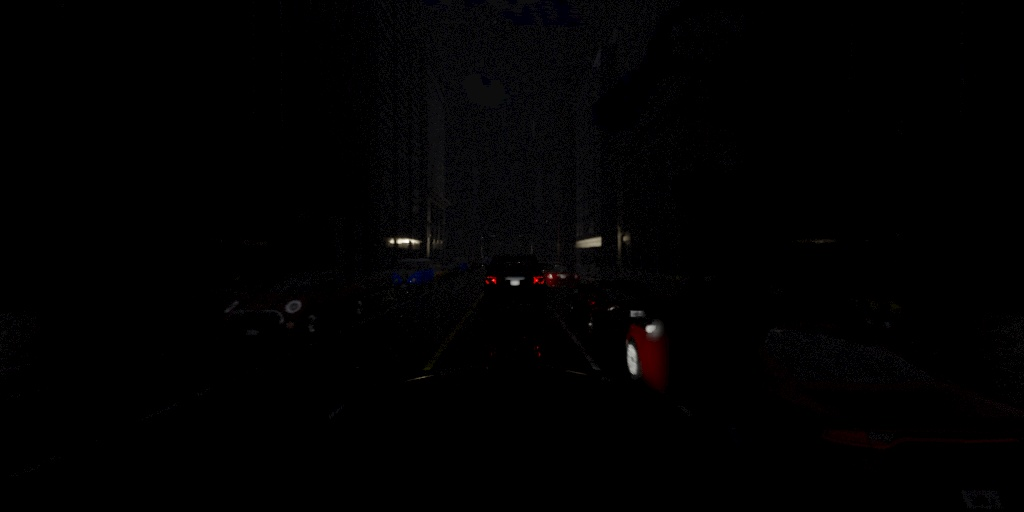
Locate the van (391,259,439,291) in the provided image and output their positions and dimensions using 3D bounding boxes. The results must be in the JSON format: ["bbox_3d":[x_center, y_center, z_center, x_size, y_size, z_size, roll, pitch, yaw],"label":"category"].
[{"bbox_3d":[-5.764,1.056,21.233,1.690,1.789,3.998,0,0,0],"label":"van"}]

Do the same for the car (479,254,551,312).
[{"bbox_3d":[0.099,0.950,14.267,2.150,2.045,5.566,0,0,0],"label":"car"}]

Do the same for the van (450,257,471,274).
[{"bbox_3d":[-5.765,1.031,38.143,1.690,1.789,3.998,0,0,0],"label":"van"}]

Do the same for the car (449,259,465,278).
[{"bbox_3d":[-5.765,1.248,32.506,2.007,1.370,4.403,0,0,0],"label":"car"}]

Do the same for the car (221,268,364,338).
[{"bbox_3d":[-5.763,1.175,9.960,1.967,1.591,4.097,0,0,0],"label":"car"}]

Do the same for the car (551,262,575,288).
[{"bbox_3d":[2.761,1.156,21.241,1.967,1.591,4.097,0,0,0],"label":"car"}]

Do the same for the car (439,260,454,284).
[{"bbox_3d":[-5.764,1.232,26.700,1.751,1.417,4.829,0,0,0],"label":"car"}]

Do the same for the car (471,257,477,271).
[{"bbox_3d":[-5.766,1.122,43.779,1.967,1.591,4.097,0,0,0],"label":"car"}]

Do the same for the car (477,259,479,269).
[{"bbox_3d":[-5.766,0.990,49.416,2.192,1.841,5.009,0,0,0],"label":"car"}]

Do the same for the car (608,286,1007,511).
[{"bbox_3d":[2.762,1.291,4.333,1.888,1.381,4.507,0,0,0],"label":"car"}]

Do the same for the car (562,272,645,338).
[{"bbox_3d":[2.762,1.301,9.969,1.948,1.339,4.313,0,0,0],"label":"car"}]
